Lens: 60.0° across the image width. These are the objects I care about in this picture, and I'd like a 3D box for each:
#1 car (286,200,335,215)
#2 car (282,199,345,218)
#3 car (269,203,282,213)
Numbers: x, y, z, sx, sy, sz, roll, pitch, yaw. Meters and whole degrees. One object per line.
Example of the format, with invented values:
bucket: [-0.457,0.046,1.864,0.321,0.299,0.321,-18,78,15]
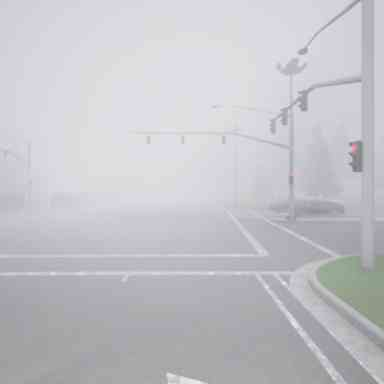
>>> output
car: [11.687,1.539,33.034,4.181,1.385,1.994,0,0,1]
car: [10.935,1.470,29.406,4.902,1.511,2.128,0,0,-1]
car: [11.245,1.520,36.524,5.357,1.411,2.033,0,0,3]
